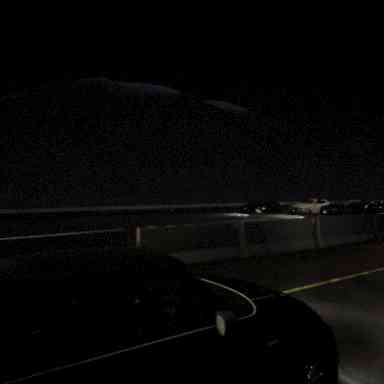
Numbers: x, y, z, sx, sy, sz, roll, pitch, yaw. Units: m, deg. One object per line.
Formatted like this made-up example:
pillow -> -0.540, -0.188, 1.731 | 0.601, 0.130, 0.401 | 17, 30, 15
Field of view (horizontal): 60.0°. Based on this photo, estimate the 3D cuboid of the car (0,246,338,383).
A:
car -> -0.640, 1.338, 3.164 | 4.553, 1.767, 2.097 | 0, 0, -35

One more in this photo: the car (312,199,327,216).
car -> 12.716, 1.317, 27.415 | 4.902, 1.511, 2.128 | 0, 0, -26

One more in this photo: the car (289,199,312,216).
car -> 11.096, 1.342, 30.510 | 4.674, 1.442, 1.812 | 0, 0, -26

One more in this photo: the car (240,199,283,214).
car -> 6.784, 1.388, 32.246 | 4.181, 1.385, 1.994 | 0, 0, -27

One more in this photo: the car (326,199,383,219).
car -> 12.004, 1.352, 23.135 | 4.892, 1.490, 1.837 | 0, 0, -27
